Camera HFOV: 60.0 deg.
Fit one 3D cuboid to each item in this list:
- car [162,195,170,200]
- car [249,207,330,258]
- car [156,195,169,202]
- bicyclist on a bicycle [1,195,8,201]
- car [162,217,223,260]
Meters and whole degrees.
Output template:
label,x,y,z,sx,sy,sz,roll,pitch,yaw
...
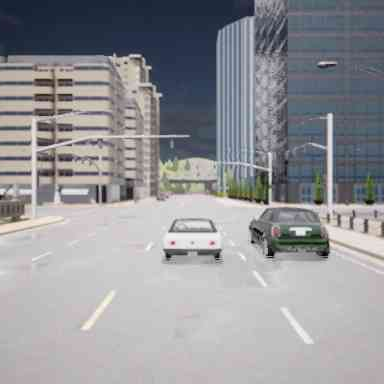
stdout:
label,x,y,z,sx,sy,sz,roll,pitch,yaw
car,-7.004,1.514,90.354,1.895,1.301,4.718,0,0,0
car,3.544,1.342,12.912,2.097,1.767,4.553,0,0,0
car,-7.003,1.485,74.733,2.033,1.411,5.357,0,0,0
bicyclist on a bicycle,-26.083,1.212,46.347,0.582,1.620,1.656,0,0,7
car,0.039,1.592,12.397,1.895,1.301,4.718,0,0,0
